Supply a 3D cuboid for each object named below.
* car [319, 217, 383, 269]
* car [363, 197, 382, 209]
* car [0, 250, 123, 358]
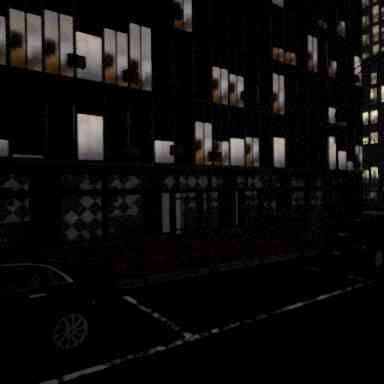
[{"bbox_3d":[6.044,1.531,11.040,4.507,1.381,1.887,0,-1,-35],"label":"car"},{"bbox_3d":[20.652,1.237,40.886,1.752,1.417,4.829,-1,1,-35],"label":"car"},{"bbox_3d":[-3.134,1.551,4.466,4.403,1.369,2.008,0,-1,-35],"label":"car"}]
